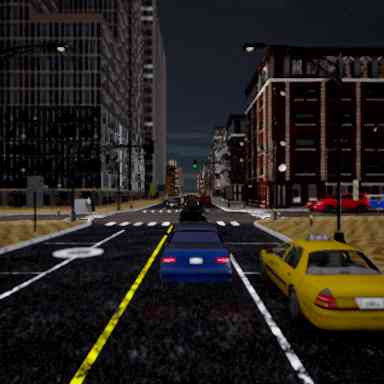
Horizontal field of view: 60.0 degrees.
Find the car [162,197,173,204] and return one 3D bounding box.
[{"bbox_3d":[-5.306,1.831,72.861,2.008,1.369,4.403,0,0,0],"label":"car"}]

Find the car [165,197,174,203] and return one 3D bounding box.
[{"bbox_3d":[-5.305,1.846,78.454,1.887,1.381,4.507,0,0,0],"label":"car"}]

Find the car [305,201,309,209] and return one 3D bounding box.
[{"bbox_3d":[15.319,1.235,37.219,5.009,1.841,2.192,-1,1,-1],"label":"car"}]

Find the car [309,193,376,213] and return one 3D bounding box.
[{"bbox_3d":[15.624,1.134,34.762,5.566,2.045,2.150,-1,0,-1],"label":"car"}]

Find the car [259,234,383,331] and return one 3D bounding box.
[{"bbox_3d":[2.565,1.552,7.028,1.752,1.417,4.829,0,0,0],"label":"car"}]

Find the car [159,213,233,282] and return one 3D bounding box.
[{"bbox_3d":[0.099,1.585,9.886,2.033,1.411,5.357,0,0,0],"label":"car"}]

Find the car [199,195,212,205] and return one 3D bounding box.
[{"bbox_3d":[2.572,1.551,61.675,2.192,1.841,5.009,0,0,0],"label":"car"}]

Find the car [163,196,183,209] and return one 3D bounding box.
[{"bbox_3d":[-2.837,1.681,49.518,2.128,1.511,4.902,0,0,0],"label":"car"}]

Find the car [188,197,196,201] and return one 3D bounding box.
[{"bbox_3d":[0.012,1.897,89.376,1.994,1.385,4.181,0,0,0],"label":"car"}]

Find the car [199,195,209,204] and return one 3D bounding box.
[{"bbox_3d":[2.574,1.595,72.861,2.192,1.841,5.009,0,0,0],"label":"car"}]

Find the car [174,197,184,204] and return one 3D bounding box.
[{"bbox_3d":[-2.740,1.745,69.631,1.882,1.535,5.008,0,0,0],"label":"car"}]

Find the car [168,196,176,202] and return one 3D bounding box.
[{"bbox_3d":[-5.304,1.896,89.640,2.008,1.369,4.403,0,0,0],"label":"car"}]

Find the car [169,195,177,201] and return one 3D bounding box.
[{"bbox_3d":[-5.350,1.808,95.232,1.967,1.590,4.097,0,0,0],"label":"car"}]

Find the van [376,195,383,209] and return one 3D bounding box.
[{"bbox_3d":[20.975,1.191,37.278,3.998,1.788,1.690,-1,1,-1],"label":"van"}]

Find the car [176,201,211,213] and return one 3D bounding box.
[{"bbox_3d":[0.097,1.591,22.423,1.837,1.490,4.892,0,0,0],"label":"car"}]

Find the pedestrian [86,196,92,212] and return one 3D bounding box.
[{"bbox_3d":[-12.343,1.421,39.868,0.375,1.860,0.375,0,1,-1],"label":"pedestrian"}]
